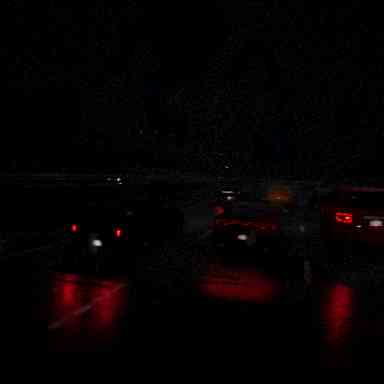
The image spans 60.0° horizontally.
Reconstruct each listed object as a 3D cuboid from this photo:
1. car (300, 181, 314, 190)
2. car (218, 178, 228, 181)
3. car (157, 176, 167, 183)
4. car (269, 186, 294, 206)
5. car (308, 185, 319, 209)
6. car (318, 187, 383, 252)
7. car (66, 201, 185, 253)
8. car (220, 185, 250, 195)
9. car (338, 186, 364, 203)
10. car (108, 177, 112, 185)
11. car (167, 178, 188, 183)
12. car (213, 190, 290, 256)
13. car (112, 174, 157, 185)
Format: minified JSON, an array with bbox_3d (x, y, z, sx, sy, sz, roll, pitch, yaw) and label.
[{"bbox_3d":[22.284,-1.134,63.645,1.882,1.535,5.008,4,3,17],"label":"car"},{"bbox_3d":[6.956,-2.395,73.096,1.837,1.490,4.892,4,3,17],"label":"car"},{"bbox_3d":[-5.496,-1.932,57.133,1.812,1.442,4.674,4,4,18],"label":"car"},{"bbox_3d":[7.604,0.253,28.553,1.882,1.535,5.008,4,3,17],"label":"car"},{"bbox_3d":[10.528,0.497,26.548,1.882,1.535,5.008,4,3,17],"label":"car"},{"bbox_3d":[5.811,0.846,11.598,2.150,2.045,5.566,4,3,17],"label":"car"},{"bbox_3d":[-1.744,0.933,10.630,1.895,1.301,4.718,4,3,17],"label":"car"},{"bbox_3d":[3.583,0.149,27.429,2.128,1.511,4.902,4,3,17],"label":"car"},{"bbox_3d":[17.707,0.232,37.312,1.837,1.490,4.892,4,4,17],"label":"car"},{"bbox_3d":[-10.980,-2.010,51.402,2.097,1.767,4.553,4,4,18],"label":"car"},{"bbox_3d":[-2.141,-1.689,56.151,1.994,1.385,4.181,4,4,18],"label":"car"},{"bbox_3d":[2.099,0.956,11.170,1.882,1.535,5.008,4,3,17],"label":"car"},{"bbox_3d":[-5.677,-0.745,33.520,2.097,1.767,4.553,4,3,17],"label":"car"}]
